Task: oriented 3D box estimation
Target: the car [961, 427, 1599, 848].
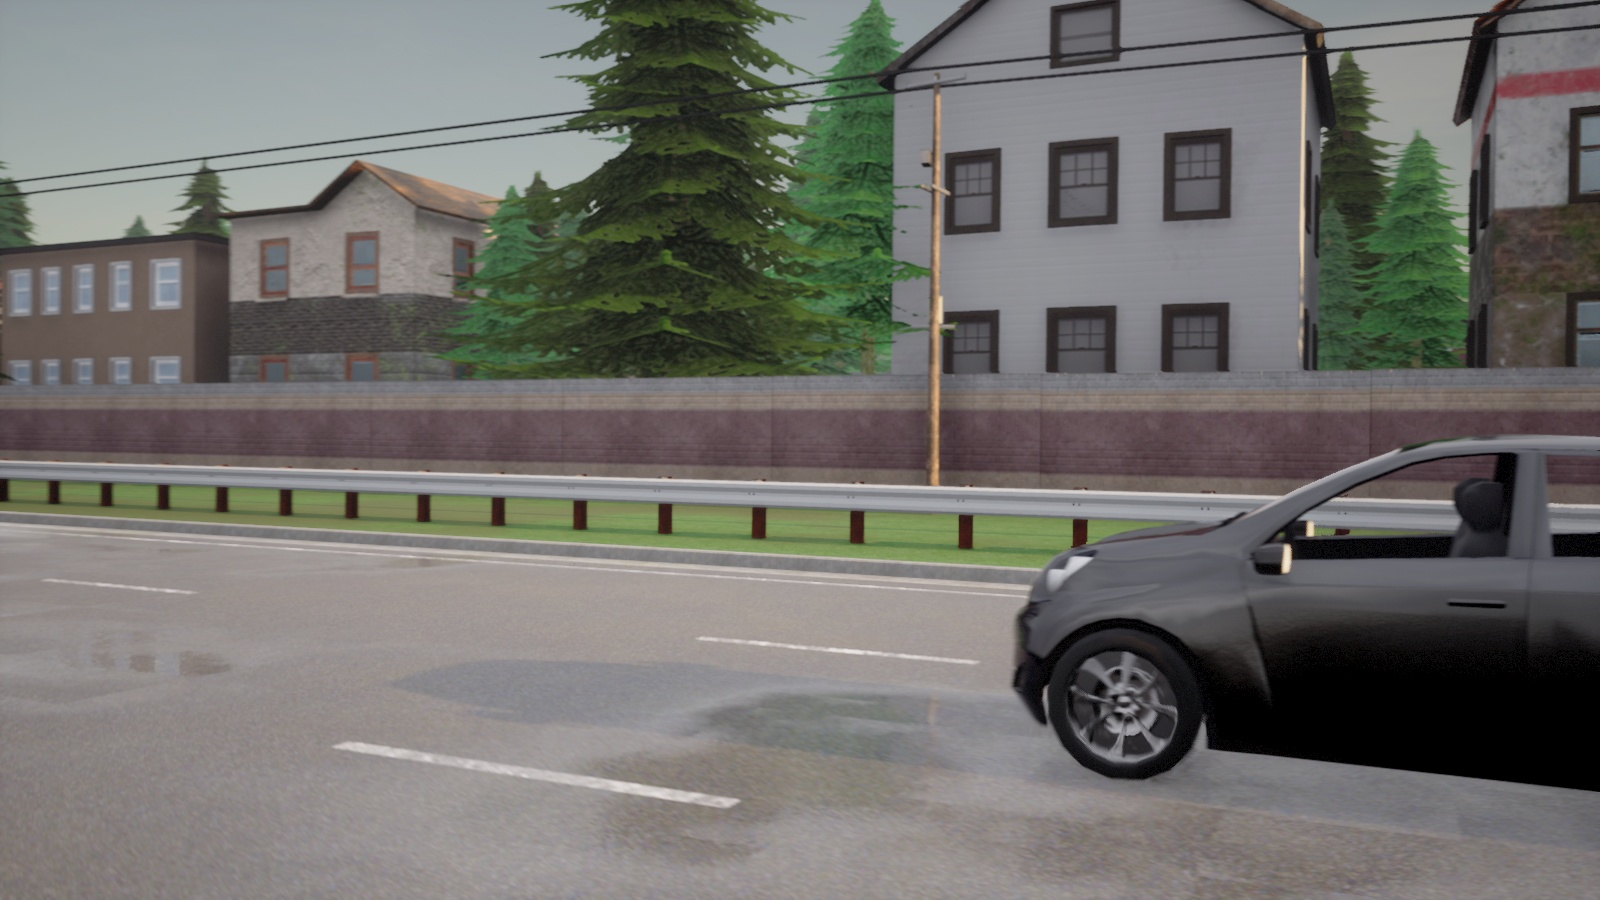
[{"bbox_3d":[2.739,0.658,5.534,3.633,1.501,1.845,0,1,25],"label":"car"}]
